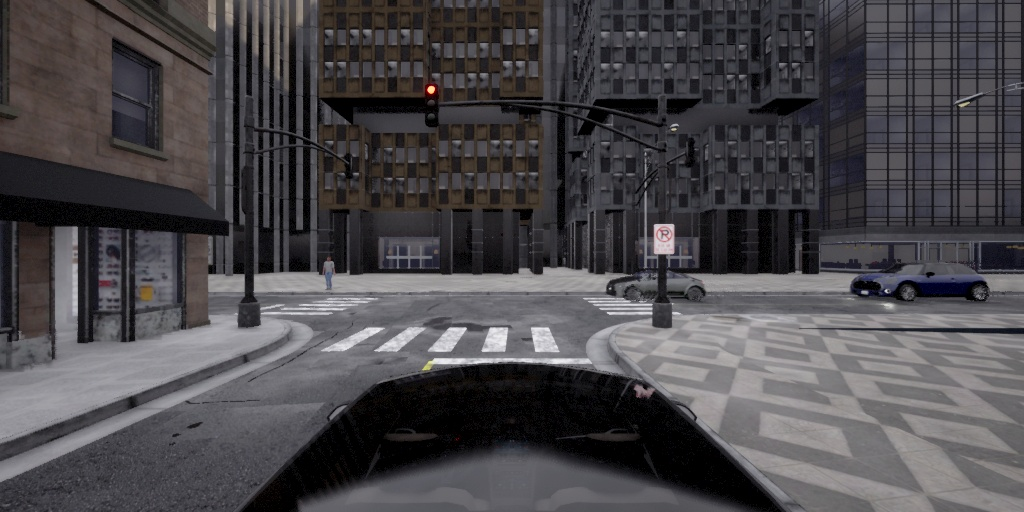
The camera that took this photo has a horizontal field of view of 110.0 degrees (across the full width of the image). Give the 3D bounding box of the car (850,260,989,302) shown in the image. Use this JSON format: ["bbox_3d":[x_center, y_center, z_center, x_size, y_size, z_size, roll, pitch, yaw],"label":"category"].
[{"bbox_3d":[18.268,1.076,16.260,4.553,1.767,2.097,0,0,0],"label":"car"}]

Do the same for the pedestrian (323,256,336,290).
[{"bbox_3d":[-9.929,0.902,19.486,0.375,1.860,0.375,0,0,0],"label":"pedestrian"}]

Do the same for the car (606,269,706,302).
[{"bbox_3d":[6.473,1.302,16.342,4.181,1.385,1.994,0,0,0],"label":"car"}]
